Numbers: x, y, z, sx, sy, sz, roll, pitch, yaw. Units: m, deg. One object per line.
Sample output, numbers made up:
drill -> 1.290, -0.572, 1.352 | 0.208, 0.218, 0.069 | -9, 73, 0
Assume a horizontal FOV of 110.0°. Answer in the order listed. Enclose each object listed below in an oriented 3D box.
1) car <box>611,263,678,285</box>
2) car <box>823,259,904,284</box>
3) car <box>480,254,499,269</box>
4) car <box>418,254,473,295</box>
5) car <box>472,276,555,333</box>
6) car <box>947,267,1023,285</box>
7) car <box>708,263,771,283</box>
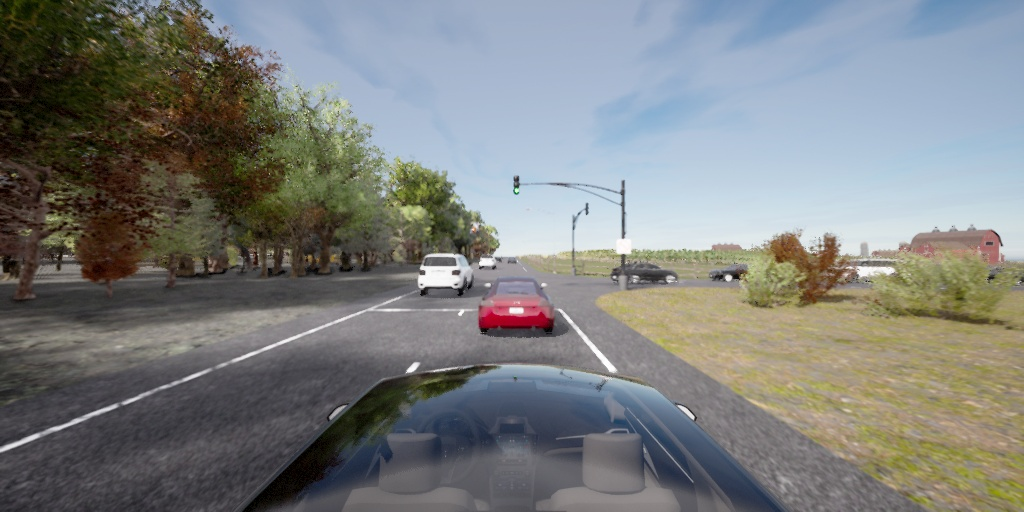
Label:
car -> 9.485, 1.246, 25.627 | 4.892, 1.490, 1.837 | 1, -5, -16
car -> 29.011, 1.231, 29.744 | 5.566, 2.045, 2.150 | 1, -1, 0
car -> -3.394, 0.778, 51.424 | 2.150, 2.045, 5.566 | 0, 0, 0
car -> -3.398, 0.909, 19.241 | 2.150, 2.045, 5.566 | 0, 1, 0
car -> 0.125, 1.280, 10.634 | 1.994, 1.385, 4.181 | 0, 0, 1
car -> 39.172, 1.625, 29.682 | 4.892, 1.490, 1.837 | 1, -1, 0
car -> 19.021, 1.379, 29.787 | 5.008, 1.535, 1.882 | 1, -1, 0
